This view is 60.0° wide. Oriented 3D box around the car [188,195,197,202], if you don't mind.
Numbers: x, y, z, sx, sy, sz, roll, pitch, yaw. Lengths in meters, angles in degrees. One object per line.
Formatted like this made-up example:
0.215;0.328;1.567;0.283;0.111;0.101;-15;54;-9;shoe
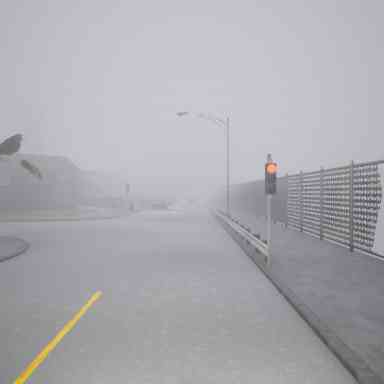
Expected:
0.017;1.540;78.674;2.033;1.411;5.357;0;0;0;car

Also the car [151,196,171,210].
-4.089;1.478;42.824;1.882;1.535;5.008;0;0;0;car

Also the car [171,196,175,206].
-4.079;1.504;52.540;1.837;1.490;4.892;0;0;0;car

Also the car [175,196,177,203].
-3.993;1.547;68.387;2.033;1.411;5.357;0;0;0;car

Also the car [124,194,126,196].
-17.260;1.134;78.260;3.633;1.501;1.845;0;0;0;car

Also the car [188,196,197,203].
0.120;1.547;68.045;2.033;1.411;5.357;0;0;-1;car
